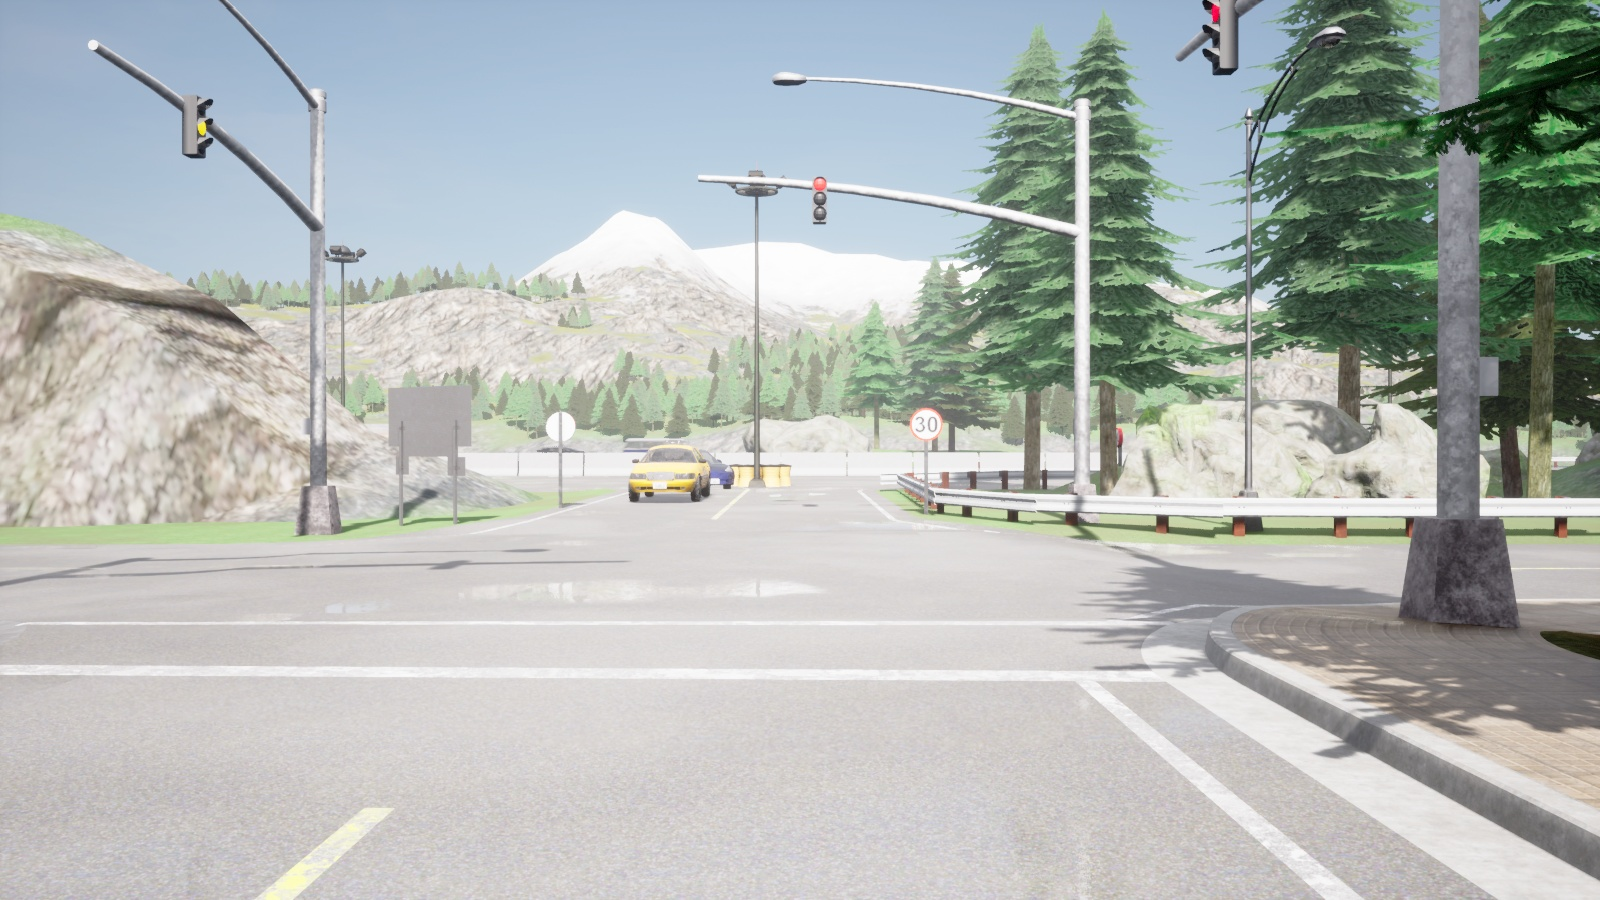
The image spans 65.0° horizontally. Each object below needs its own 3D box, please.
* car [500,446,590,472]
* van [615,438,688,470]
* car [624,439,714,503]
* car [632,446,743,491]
[{"bbox_3d":[-14.861,0.523,73.316,4.892,1.490,1.837,0,0,0],"label":"car"},{"bbox_3d":[-9.468,0.235,80.281,4.442,1.987,1.775,0,0,0],"label":"van"},{"bbox_3d":[-3.403,0.494,33.605,1.801,1.575,5.366,0,0,1],"label":"car"},{"bbox_3d":[-4.000,0.663,43.922,2.163,1.488,4.792,1,-1,-28],"label":"car"}]
